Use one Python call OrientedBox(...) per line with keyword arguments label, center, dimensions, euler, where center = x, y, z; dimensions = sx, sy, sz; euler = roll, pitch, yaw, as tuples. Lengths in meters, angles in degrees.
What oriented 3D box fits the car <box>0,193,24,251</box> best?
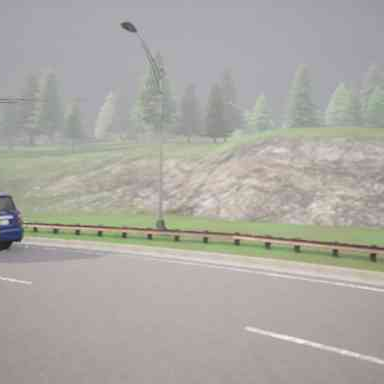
OrientedBox(label="car", center=(-8.491, 1.036, 11.338), dimensions=(5.566, 2.045, 2.150), euler=(1, 0, 17))
